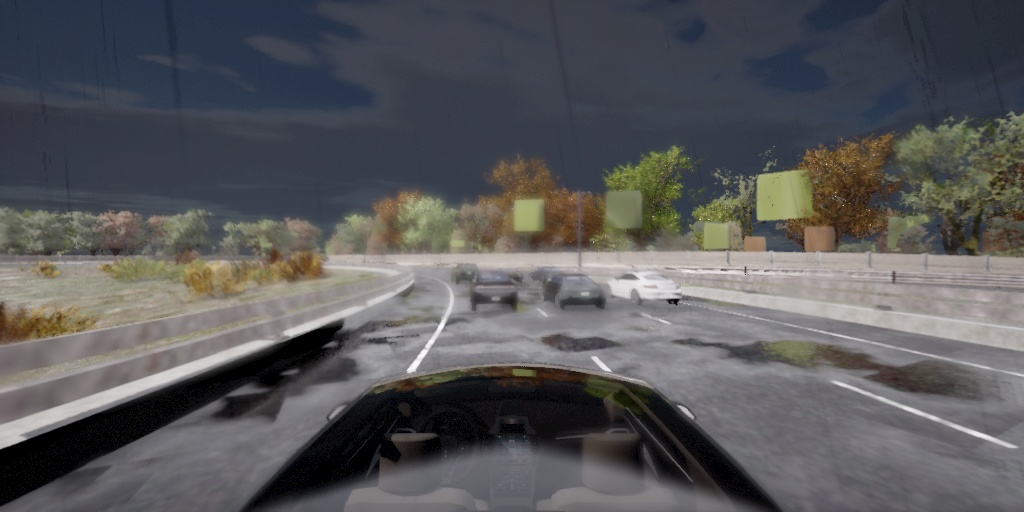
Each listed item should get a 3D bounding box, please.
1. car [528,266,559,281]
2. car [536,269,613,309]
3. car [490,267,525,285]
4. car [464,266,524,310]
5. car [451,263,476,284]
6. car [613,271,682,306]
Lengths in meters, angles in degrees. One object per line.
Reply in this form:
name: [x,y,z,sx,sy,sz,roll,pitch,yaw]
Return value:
car: [3.063,1.601,31.316,2.033,1.411,5.357,0,-1,-15]
car: [2.587,1.460,15.902,1.994,1.385,4.181,0,-1,-7]
car: [-0.523,1.652,31.127,1.895,1.301,4.718,0,-1,-16]
car: [-0.896,1.385,15.559,2.128,1.511,4.902,0,0,-7]
car: [-3.958,1.395,30.402,2.097,1.767,4.553,0,-1,-16]
car: [6.004,1.429,16.742,1.812,1.442,4.674,0,0,-8]
